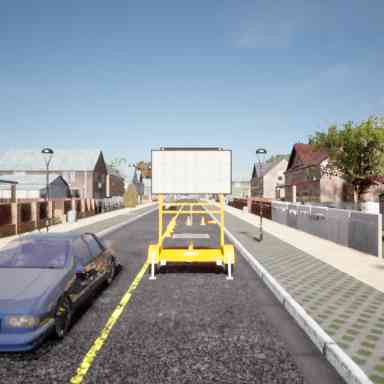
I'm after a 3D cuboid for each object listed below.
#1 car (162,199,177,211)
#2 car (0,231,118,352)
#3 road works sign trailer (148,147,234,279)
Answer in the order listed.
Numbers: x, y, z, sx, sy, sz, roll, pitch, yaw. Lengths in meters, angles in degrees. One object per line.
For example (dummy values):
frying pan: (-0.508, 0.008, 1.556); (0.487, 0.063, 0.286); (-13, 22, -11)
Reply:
car: (-2.879, 1.565, 40.742); (2.128, 1.511, 4.902); (0, 0, 0)
car: (-2.870, 1.551, 6.764); (2.033, 1.411, 5.357); (0, 0, 0)
road works sign trailer: (-0.019, 0.471, 10.013); (2.380, 3.560, 2.880); (0, 0, 0)
